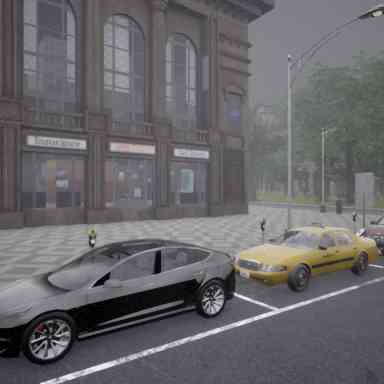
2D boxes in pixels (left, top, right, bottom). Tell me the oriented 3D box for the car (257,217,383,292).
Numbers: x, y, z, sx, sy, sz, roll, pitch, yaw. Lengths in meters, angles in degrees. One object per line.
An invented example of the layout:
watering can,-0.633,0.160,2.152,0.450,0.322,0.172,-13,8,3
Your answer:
car,3.150,1.526,8.903,4.829,1.417,1.752,0,0,-36

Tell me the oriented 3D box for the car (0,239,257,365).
car,-1.136,1.566,5.841,4.313,1.339,1.947,0,0,-36

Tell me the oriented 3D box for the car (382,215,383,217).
car,7.712,1.441,12.163,4.097,1.590,1.967,0,0,-36
